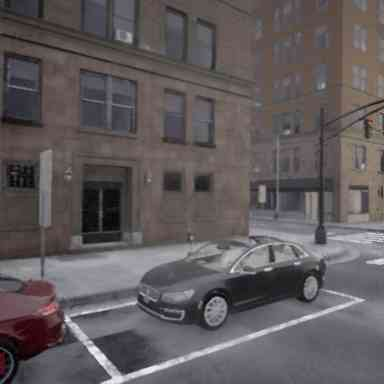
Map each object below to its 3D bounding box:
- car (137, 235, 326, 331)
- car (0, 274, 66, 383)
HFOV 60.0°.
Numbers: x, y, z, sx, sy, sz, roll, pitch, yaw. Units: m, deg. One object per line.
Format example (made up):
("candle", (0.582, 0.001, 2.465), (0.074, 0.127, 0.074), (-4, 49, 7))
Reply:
("car", (1.014, 1.627, 6.910), (4.403, 1.369, 2.008), (1, -1, -35))
("car", (-3.611, 1.567, 3.611), (4.206, 1.307, 1.802), (1, -1, -35))
